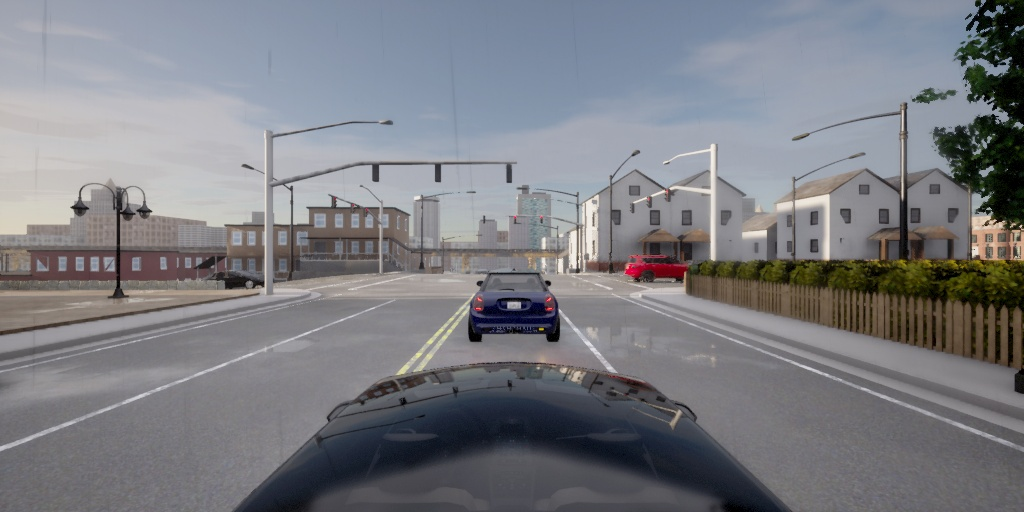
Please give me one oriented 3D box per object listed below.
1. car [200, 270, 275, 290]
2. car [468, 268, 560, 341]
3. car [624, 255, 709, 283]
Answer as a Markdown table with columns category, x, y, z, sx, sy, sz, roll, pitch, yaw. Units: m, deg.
| category | x | y | z | sx | sy | sz | roll | pitch | yaw |
| --- | --- | --- | --- | --- | --- | --- | --- | --- | --- |
| car | -20.511 | 1.789 | 26.815 | 4.892 | 1.490 | 1.837 | -5 | 0 | -1 |
| car | 0.054 | 1.102 | 10.009 | 2.097 | 1.767 | 4.553 | 0 | 0 | 0 |
| car | 11.419 | 0.971 | 27.214 | 5.566 | 2.045 | 2.150 | 0 | 0 | -2 |
